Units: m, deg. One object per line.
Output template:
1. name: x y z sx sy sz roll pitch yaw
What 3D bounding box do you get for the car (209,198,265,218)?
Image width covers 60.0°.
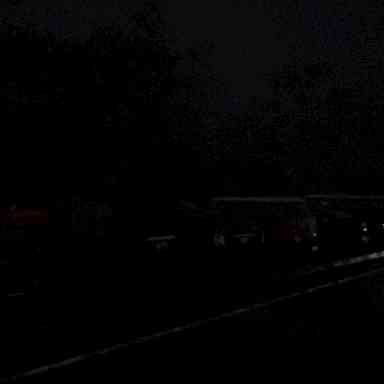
1. car: 3.849 1.350 29.225 2.163 1.488 4.792 -1 0 -36

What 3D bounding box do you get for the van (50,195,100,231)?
1. van: -7.569 1.195 21.244 1.878 1.987 4.442 -1 0 -35

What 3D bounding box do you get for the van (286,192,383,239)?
1. van: 6.920 1.133 15.520 1.878 1.987 4.442 -1 0 -36

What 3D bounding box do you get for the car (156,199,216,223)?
1. car: -0.592 1.358 25.857 1.946 1.575 5.366 -1 0 -36

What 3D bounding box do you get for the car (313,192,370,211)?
1. car: 17.338 0.977 38.872 2.435 2.045 5.566 0 0 -36

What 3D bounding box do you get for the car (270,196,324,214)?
1. car: 10.631 1.267 34.104 2.097 1.535 5.008 0 0 -36

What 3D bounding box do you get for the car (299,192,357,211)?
1. car: 15.173 0.987 37.323 2.435 2.045 5.566 0 0 -36

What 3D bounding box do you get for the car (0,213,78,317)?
1. car: -4.422 1.468 7.287 2.231 1.521 4.892 -1 0 -35

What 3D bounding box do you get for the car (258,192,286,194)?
1. car: 8.376 1.031 32.464 2.435 2.045 5.566 -1 0 -36

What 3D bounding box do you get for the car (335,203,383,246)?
1. car: 4.712 1.380 13.792 2.231 1.521 4.892 -1 0 -36

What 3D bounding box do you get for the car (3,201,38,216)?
1. car: -9.746 1.319 19.510 2.185 1.767 4.553 -1 0 -36

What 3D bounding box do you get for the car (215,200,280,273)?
1. car: 0.162 1.294 10.511 2.185 1.767 4.553 -1 0 -36

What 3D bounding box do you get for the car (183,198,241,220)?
1. car: 1.570 1.341 27.624 2.097 1.535 5.008 0 0 -36

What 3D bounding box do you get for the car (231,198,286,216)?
1. car: 6.081 1.330 30.892 2.163 1.488 4.792 0 0 -36

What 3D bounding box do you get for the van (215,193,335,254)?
1. van: 2.493 1.173 12.071 1.878 1.987 4.442 -1 0 -36

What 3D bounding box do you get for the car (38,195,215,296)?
1. car: -2.153 1.192 8.933 2.435 2.045 5.566 -1 0 -35

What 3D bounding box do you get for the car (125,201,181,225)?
1. car: -2.964 1.421 24.387 2.002 1.452 4.674 -1 0 -36

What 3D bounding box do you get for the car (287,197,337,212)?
1. car: 12.794 1.292 35.654 2.002 1.452 4.674 0 0 -36
